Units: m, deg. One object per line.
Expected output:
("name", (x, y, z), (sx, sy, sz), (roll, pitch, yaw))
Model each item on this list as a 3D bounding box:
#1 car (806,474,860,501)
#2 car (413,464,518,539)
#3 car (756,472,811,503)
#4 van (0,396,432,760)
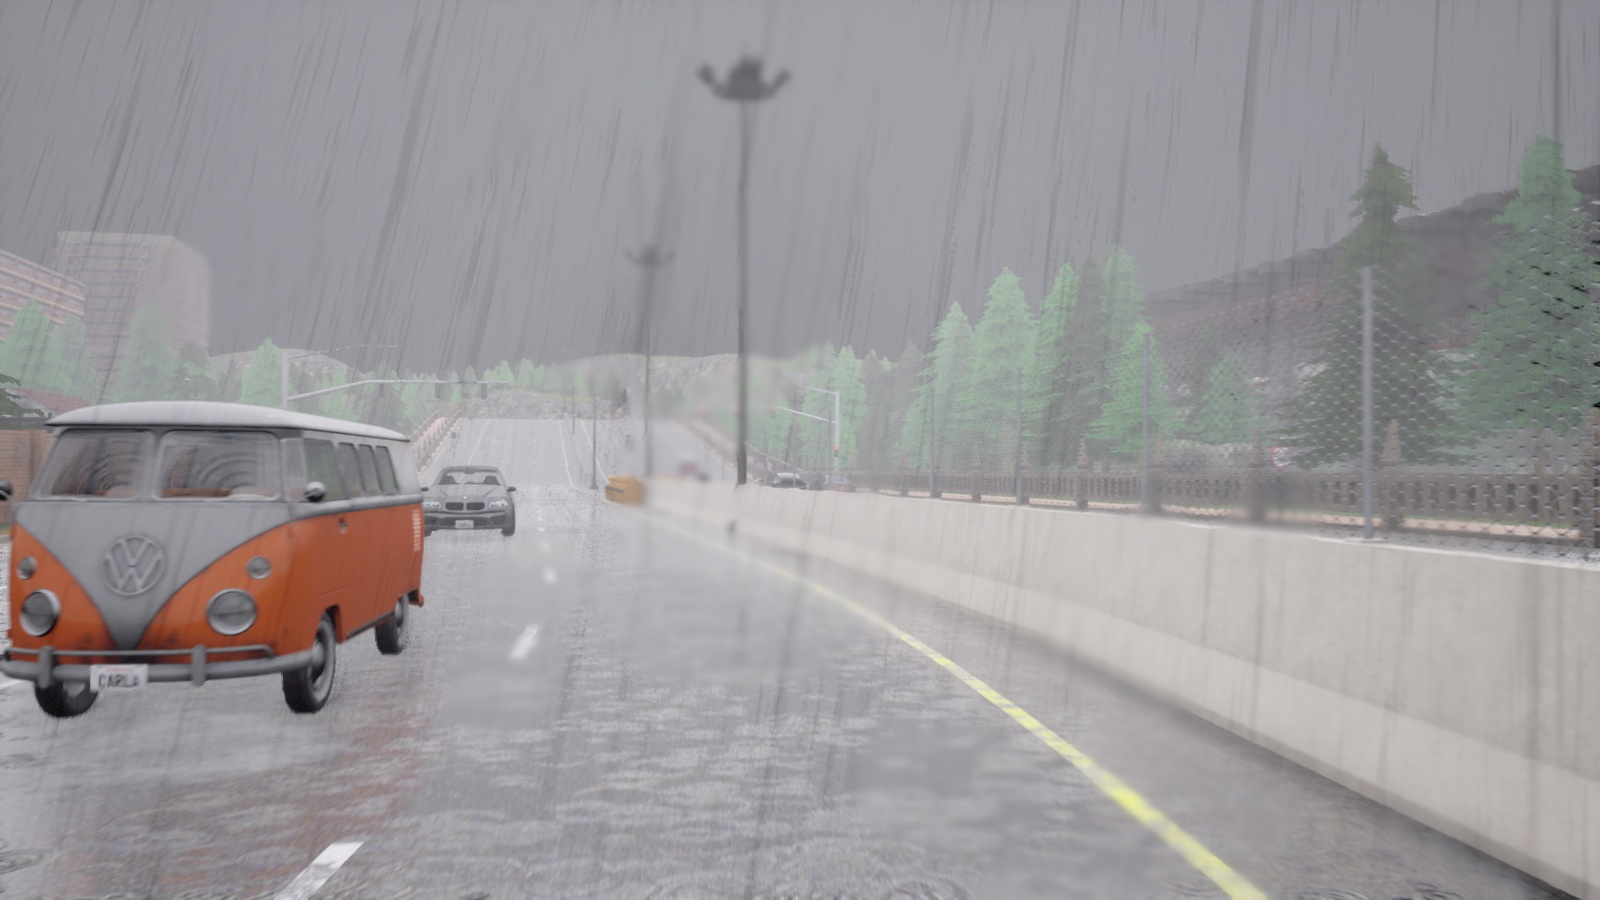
("car", (1.772, 2.012, 68.148), (1.994, 1.385, 4.181), (0, -1, -12))
("car", (-8.051, 1.207, 30.607), (2.242, 1.667, 4.611), (0, -1, -12))
("car", (-0.876, 1.892, 63.820), (1.837, 1.490, 4.892), (0, -1, -12))
("van", (-3.990, 0.739, 9.148), (1.775, 1.987, 4.442), (0, -1, -6))
